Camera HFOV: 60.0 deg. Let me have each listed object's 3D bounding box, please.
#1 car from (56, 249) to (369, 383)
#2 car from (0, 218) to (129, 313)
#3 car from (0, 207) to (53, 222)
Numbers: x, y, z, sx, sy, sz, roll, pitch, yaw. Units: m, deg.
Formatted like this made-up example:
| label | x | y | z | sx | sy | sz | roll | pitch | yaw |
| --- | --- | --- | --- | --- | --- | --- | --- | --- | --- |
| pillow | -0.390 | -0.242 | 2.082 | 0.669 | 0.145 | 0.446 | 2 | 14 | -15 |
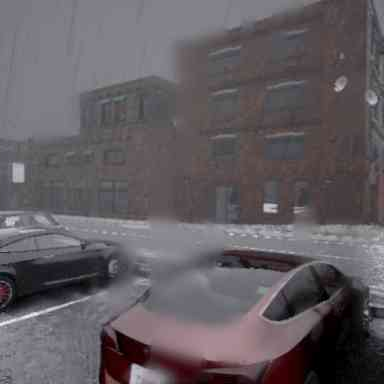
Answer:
| label | x | y | z | sx | sy | sz | roll | pitch | yaw |
| --- | --- | --- | --- | --- | --- | --- | --- | --- | --- |
| car | 1.015 | 1.509 | 4.459 | 2.163 | 1.488 | 4.792 | 0 | 0 | 36 |
| car | -3.534 | 1.515 | 7.666 | 2.002 | 1.452 | 4.674 | 0 | 0 | 36 |
| car | -5.780 | 1.348 | 9.310 | 2.185 | 1.767 | 4.553 | 0 | 0 | 36 |
